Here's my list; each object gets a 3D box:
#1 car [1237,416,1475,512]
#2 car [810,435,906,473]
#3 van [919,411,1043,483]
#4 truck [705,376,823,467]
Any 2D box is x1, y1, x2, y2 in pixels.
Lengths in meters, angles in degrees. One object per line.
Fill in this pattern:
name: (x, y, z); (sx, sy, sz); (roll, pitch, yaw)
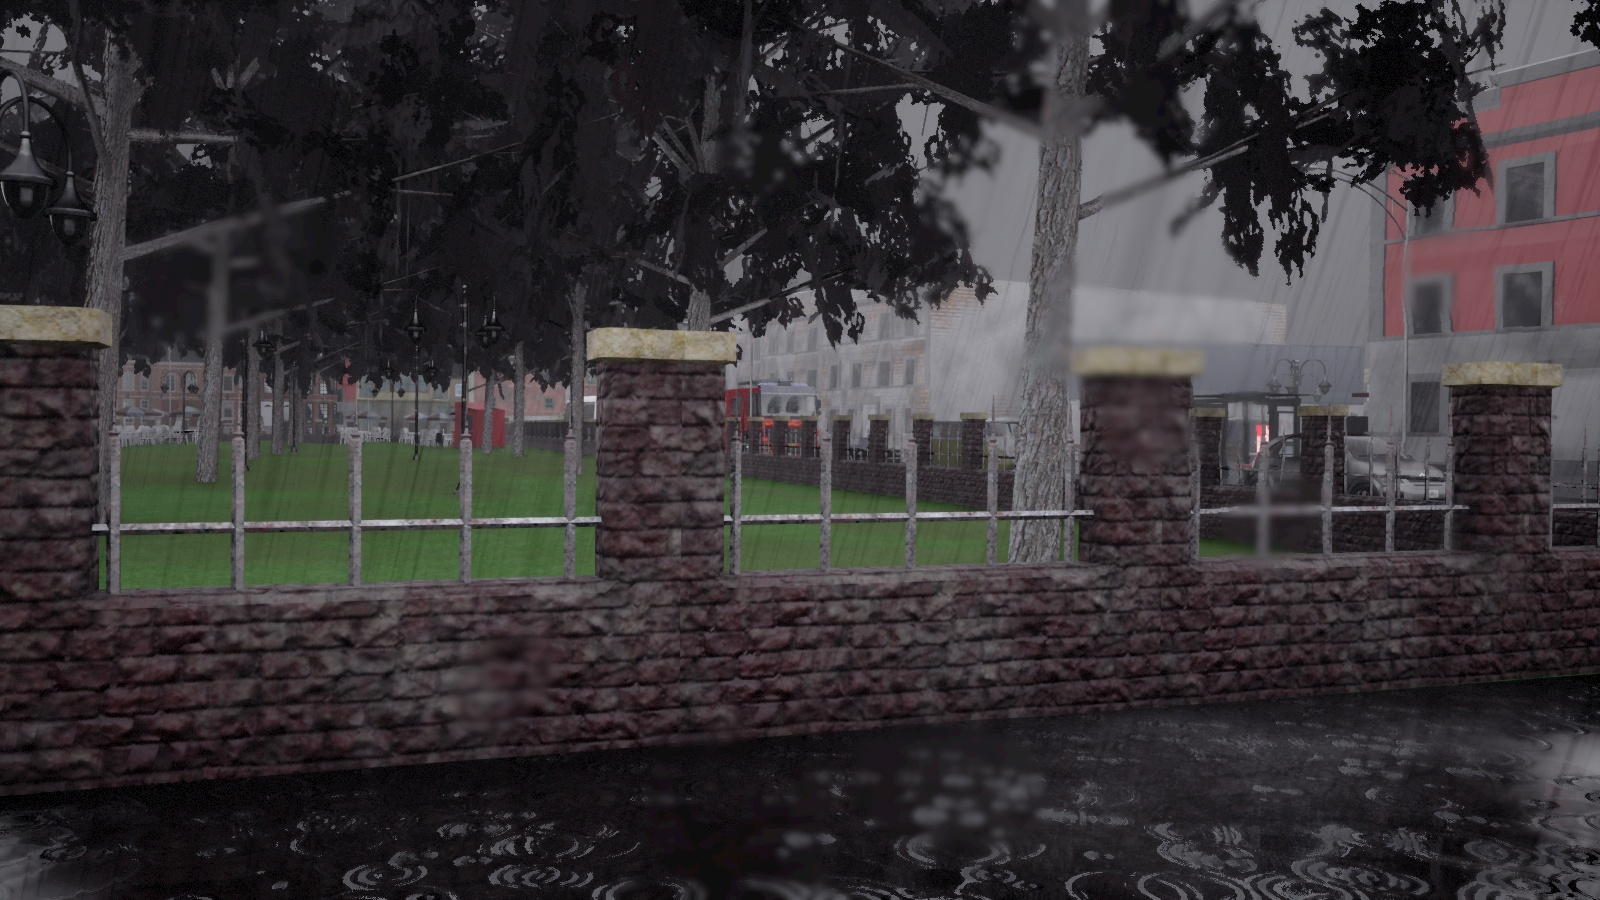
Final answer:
car: (10.278, 0.202, 23.553); (1.851, 1.617, 3.988); (-1, 1, -19)
car: (2.087, 0.118, 46.563); (1.895, 1.301, 4.718); (-1, 1, -20)
van: (5.323, -0.116, 37.445); (1.775, 1.987, 4.442); (-1, 1, -20)
truck: (-1.803, -1.282, 57.441); (2.891, 3.827, 8.468); (-1, 1, -20)
